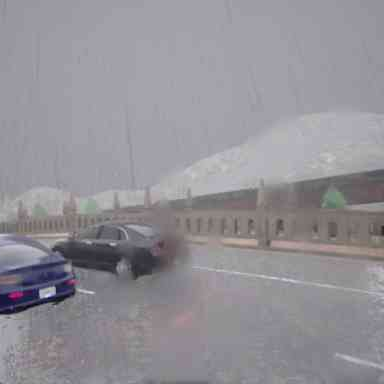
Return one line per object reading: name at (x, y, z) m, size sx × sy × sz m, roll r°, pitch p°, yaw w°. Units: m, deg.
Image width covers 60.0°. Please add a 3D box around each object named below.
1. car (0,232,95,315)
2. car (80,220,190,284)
car at (-4.389, 1.649, 7.131) m, size 4.674 × 1.442 × 1.812 m, roll -2°, pitch -1°, yaw 36°
car at (-2.329, 1.627, 9.961) m, size 4.892 × 1.490 × 1.837 m, roll -2°, pitch -1°, yaw 36°
